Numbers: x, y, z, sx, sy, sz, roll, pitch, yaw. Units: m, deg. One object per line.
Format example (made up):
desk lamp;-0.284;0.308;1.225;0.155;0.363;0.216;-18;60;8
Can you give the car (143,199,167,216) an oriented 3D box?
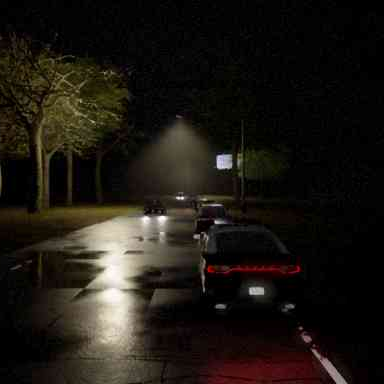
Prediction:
car;-3.524;1.466;32.187;1.837;1.490;4.892;0;0;0

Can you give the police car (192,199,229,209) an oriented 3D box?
police car;1.093;1.423;18.045;1.930;1.638;5.238;0;0;0

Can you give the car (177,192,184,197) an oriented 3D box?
car;-3.273;0.662;94.621;2.128;1.511;4.902;0;1;0

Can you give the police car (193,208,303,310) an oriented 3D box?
police car;1.069;1.424;8.045;1.930;1.638;5.238;0;0;0

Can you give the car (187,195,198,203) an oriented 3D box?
car;0.158;1.271;65.584;2.033;1.411;5.357;0;1;0

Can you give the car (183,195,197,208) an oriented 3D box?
car;0.147;1.383;46.033;2.128;1.511;4.902;0;0;1

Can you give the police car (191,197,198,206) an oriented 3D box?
police car;1.107;1.418;24.044;1.930;1.638;5.238;0;0;0
